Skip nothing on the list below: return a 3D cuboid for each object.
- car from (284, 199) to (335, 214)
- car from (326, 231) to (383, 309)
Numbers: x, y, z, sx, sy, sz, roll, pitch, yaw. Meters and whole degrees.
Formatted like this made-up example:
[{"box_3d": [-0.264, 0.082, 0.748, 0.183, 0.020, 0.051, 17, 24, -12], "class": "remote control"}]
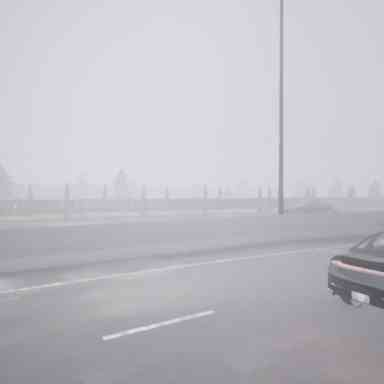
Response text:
[{"box_3d": [9.982, 1.413, 28.719, 5.008, 1.535, 1.882, 0, 0, -22], "class": "car"}, {"box_3d": [4.797, 1.481, 6.569, 4.902, 1.511, 2.128, 0, 0, -30], "class": "car"}]
